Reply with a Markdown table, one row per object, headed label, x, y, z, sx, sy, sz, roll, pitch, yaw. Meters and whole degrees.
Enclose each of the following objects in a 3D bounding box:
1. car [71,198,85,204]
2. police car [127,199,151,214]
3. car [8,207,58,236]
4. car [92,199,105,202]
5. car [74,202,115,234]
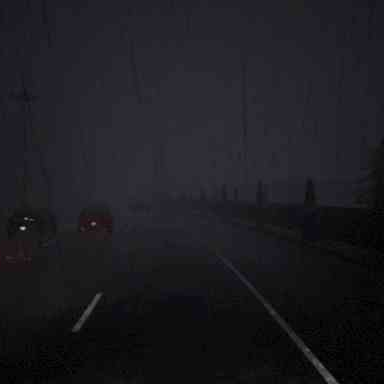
| label | x | y | z | sx | sy | sz | roll | pitch | yaw |
| --- | --- | --- | --- | --- | --- | --- | --- | --- | --- |
| car | -22.854 | 1.860 | 66.309 | 1.895 | 1.301 | 4.718 | 0 | 0 | -32 |
| police car | -6.143 | 1.607 | 38.122 | 1.930 | 1.638 | 5.238 | 0 | 0 | -21 |
| car | -9.191 | 1.631 | 19.505 | 1.837 | 1.490 | 4.892 | 0 | 0 | -12 |
| car | -15.010 | 1.860 | 53.633 | 1.994 | 1.385 | 4.181 | 0 | 0 | -32 |
| car | -5.810 | 1.590 | 20.414 | 1.882 | 1.535 | 5.008 | 0 | 0 | -12 |
